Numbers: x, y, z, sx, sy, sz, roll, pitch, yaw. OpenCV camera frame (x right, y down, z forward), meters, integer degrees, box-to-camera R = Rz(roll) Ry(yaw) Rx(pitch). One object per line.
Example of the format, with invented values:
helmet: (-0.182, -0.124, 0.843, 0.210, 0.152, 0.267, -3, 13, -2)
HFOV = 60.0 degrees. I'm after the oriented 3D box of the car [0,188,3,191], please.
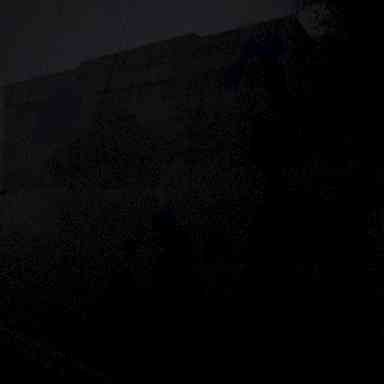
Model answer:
car: (-32.454, -0.027, 57.760, 2.033, 1.411, 5.357, 4, 1, 36)
